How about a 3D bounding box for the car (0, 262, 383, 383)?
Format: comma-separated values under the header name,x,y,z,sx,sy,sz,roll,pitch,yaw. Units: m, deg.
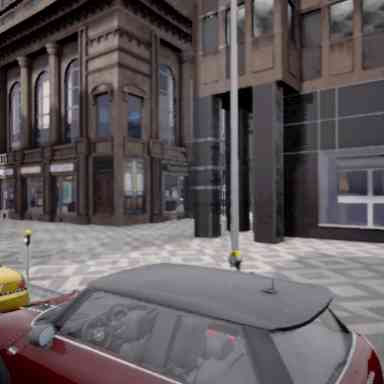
name,x,y,z,sx,sy,sz,roll,pitch,yaw
car,-0.443,1.461,3.277,4.097,1.590,1.967,-1,0,36
